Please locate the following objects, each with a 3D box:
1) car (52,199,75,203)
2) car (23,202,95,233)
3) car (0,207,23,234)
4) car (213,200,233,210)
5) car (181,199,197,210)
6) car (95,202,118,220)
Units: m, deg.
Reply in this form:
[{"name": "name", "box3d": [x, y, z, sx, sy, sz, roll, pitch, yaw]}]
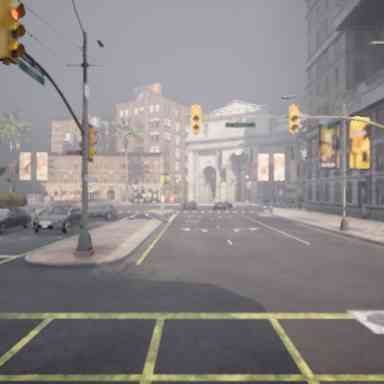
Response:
[{"name": "car", "box3d": [-11.512, 1.524, 29.304, 2.097, 1.767, 4.553, 0, 0, 0]}, {"name": "car", "box3d": [-8.012, 1.613, 20.598, 2.128, 1.511, 4.902, 0, 0, 1]}, {"name": "car", "box3d": [-11.509, 1.645, 20.287, 1.812, 1.442, 4.674, 0, 0, 0]}, {"name": "car", "box3d": [4.510, 1.844, 47.571, 1.994, 1.385, 4.181, 0, 0, 22]}, {"name": "car", "box3d": [-0.469, 1.772, 47.534, 2.128, 1.511, 4.902, 0, 0, -8]}, {"name": "car", "box3d": [-8.012, 1.681, 29.974, 1.837, 1.490, 4.892, 0, 0, 1]}]
